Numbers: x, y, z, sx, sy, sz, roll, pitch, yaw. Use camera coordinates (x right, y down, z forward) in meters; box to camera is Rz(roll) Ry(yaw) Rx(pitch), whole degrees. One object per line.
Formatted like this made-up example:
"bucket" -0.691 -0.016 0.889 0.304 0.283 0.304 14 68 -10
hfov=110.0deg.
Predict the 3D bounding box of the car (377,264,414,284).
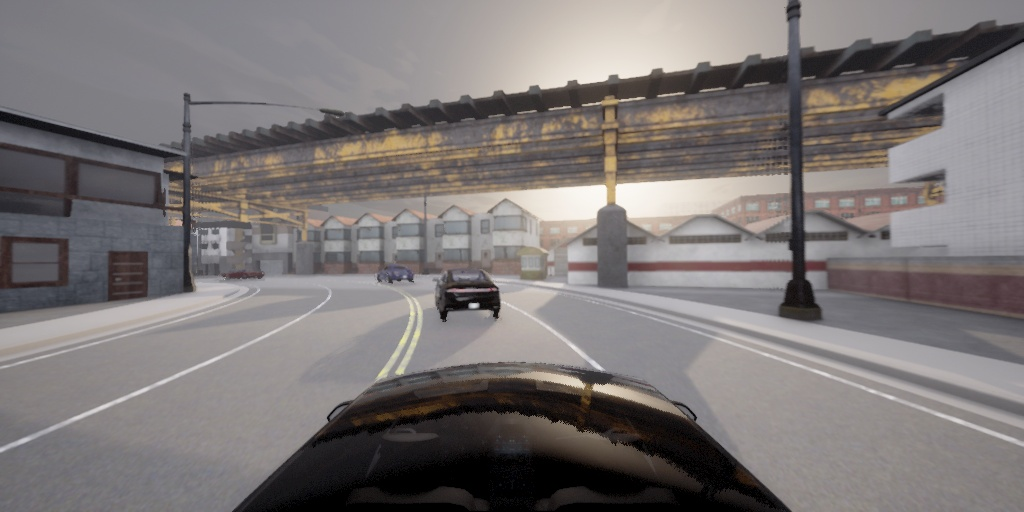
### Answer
"car" -9.081 1.367 27.855 1.812 1.442 4.674 0 -1 -35

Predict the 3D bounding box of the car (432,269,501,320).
"car" -1.656 1.177 12.397 2.128 1.511 4.902 0 0 -14

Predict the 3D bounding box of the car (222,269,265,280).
"car" -30.095 2.055 40.220 4.718 1.301 1.895 -2 -1 23
